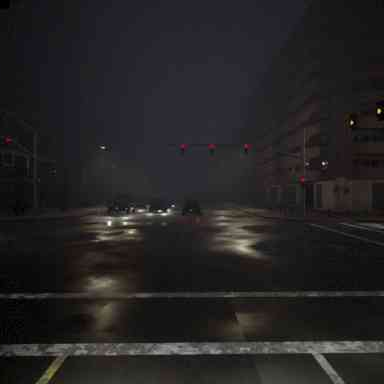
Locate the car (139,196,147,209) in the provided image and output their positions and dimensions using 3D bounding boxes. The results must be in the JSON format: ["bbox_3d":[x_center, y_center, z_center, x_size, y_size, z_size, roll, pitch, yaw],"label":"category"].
[{"bbox_3d":[-7.386,1.477,45.076,1.882,1.535,5.008,0,0,0],"label":"car"}]

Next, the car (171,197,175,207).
[{"bbox_3d":[-3.902,1.491,48.115,2.128,1.511,4.902,0,0,0],"label":"car"}]

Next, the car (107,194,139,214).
[{"bbox_3d":[-7.317,1.221,35.073,2.150,2.045,5.566,0,0,0],"label":"car"}]

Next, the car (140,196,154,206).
[{"bbox_3d":[-7.447,1.505,55.388,1.837,1.490,4.892,0,0,0],"label":"car"}]

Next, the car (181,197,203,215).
[{"bbox_3d":[-0.086,1.525,34.038,1.812,1.442,4.674,0,0,0],"label":"car"}]

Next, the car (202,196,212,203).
[{"bbox_3d":[3.046,1.564,68.447,1.994,1.385,4.181,0,0,0],"label":"car"}]

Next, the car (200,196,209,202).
[{"bbox_3d":[2.979,1.591,78.391,1.895,1.301,4.718,0,0,0],"label":"car"}]

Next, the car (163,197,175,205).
[{"bbox_3d":[-3.961,1.564,58.130,1.994,1.385,4.181,0,0,-1],"label":"car"}]

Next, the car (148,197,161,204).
[{"bbox_3d":[-7.468,1.601,66.735,1.895,1.301,4.718,0,0,0],"label":"car"}]

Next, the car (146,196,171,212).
[{"bbox_3d":[-3.839,1.478,38.627,1.882,1.535,5.008,0,0,0],"label":"car"}]
